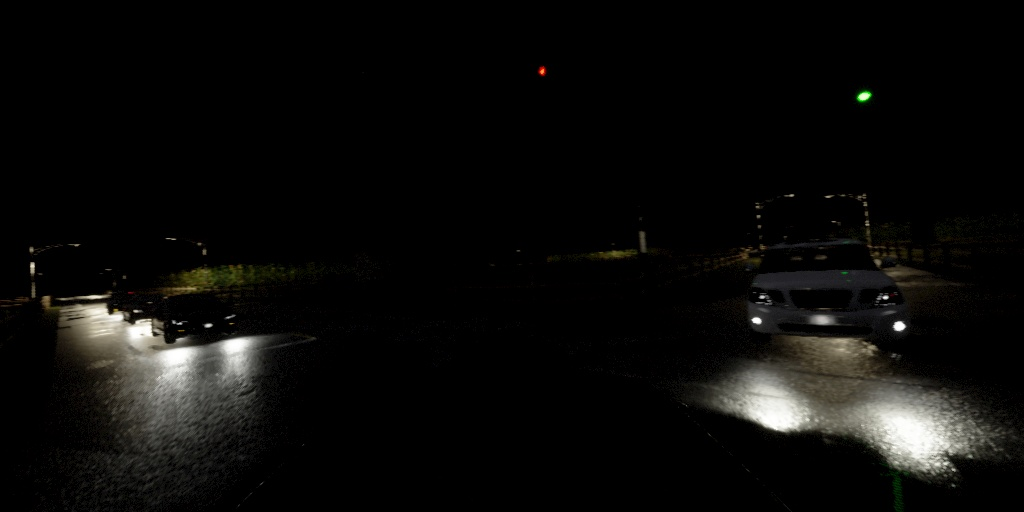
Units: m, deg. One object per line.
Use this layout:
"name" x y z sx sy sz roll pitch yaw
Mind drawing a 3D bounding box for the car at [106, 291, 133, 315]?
"car" -28.856 3.563 26.889 4.181 1.385 1.994 -4 -1 39

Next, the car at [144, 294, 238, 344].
"car" -11.905 2.190 13.330 4.892 1.490 1.837 -4 -1 39

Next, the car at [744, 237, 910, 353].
"car" 6.781 0.638 8.065 2.150 2.045 5.566 -5 -2 38

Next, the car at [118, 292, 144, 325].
"car" -19.840 2.825 19.668 4.674 1.442 1.812 -4 -1 38
